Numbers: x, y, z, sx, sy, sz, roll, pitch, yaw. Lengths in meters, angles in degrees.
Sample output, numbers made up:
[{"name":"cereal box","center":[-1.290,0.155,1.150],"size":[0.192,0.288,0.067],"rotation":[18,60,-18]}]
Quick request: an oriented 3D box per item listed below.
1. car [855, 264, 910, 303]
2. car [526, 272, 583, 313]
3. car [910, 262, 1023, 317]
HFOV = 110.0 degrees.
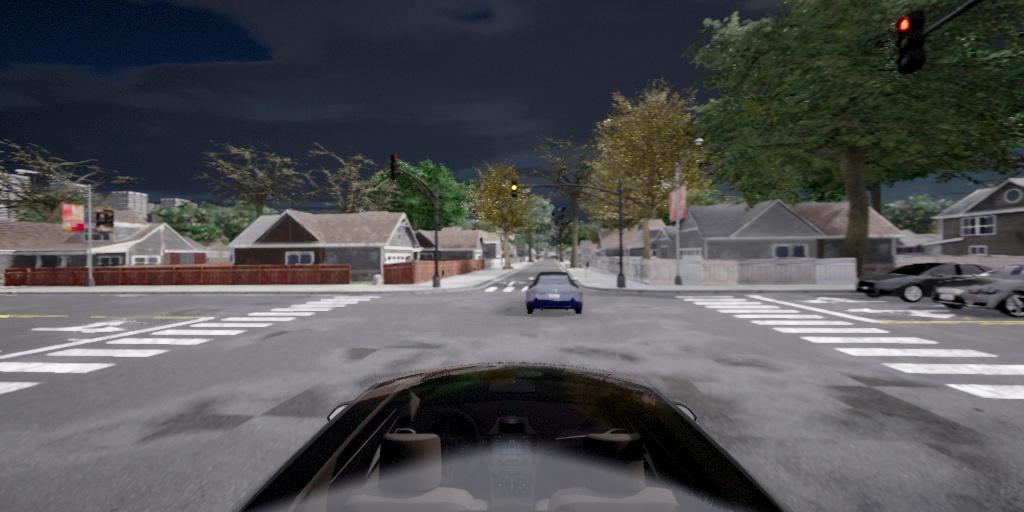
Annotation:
[{"name":"car","center":[16.732,1.006,14.292],"size":[4.892,1.490,1.837],"rotation":[-1,0,6]},{"name":"car","center":[1.591,1.286,13.804],"size":[1.994,1.385,4.181],"rotation":[0,0,6]},{"name":"car","center":[16.190,1.004,11.074],"size":[4.902,1.511,2.128],"rotation":[-1,0,6]}]
